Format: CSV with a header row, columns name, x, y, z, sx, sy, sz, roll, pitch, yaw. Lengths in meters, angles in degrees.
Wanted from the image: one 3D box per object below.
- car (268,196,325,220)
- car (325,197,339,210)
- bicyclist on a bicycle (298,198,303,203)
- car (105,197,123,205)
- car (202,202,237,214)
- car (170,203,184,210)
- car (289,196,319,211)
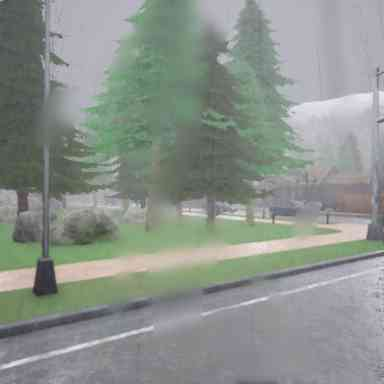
name,x,y,z,sx,sy,sz,roll,pitch,yaw
car,9.307,1.536,30.592,2.097,1.767,4.553,1,0,-37
car,16.734,1.459,42.275,4.605,1.855,1.932,1,0,-37
bicyclist on a bicycle,12.574,1.523,38.733,1.656,1.620,0.582,1,0,-37
car,-15.266,1.680,65.939,4.902,1.511,2.128,0,0,42
car,3.157,1.674,38.822,2.128,1.511,4.902,1,0,-37
car,-3.037,1.686,47.040,1.837,1.490,4.892,1,-1,-37
car,14.915,1.457,44.054,3.866,1.878,1.905,1,0,-37
